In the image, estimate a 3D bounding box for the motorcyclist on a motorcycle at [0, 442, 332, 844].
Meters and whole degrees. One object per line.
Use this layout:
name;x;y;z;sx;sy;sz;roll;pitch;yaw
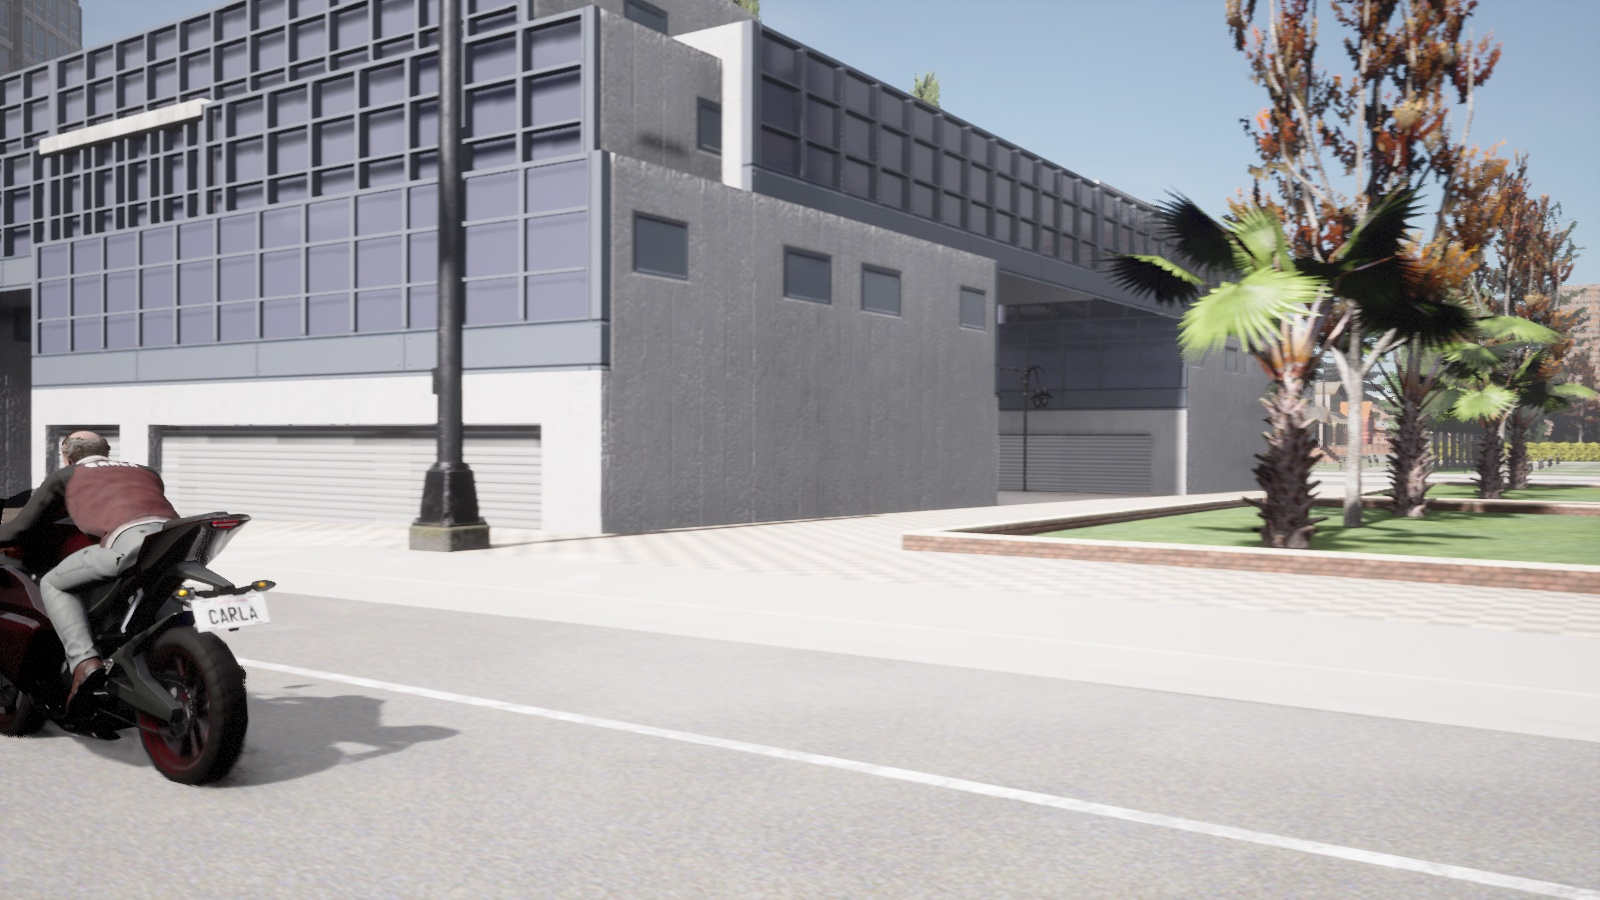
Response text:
motorcyclist on a motorcycle;-3.225;0.746;5.767;2.191;1.530;0.866;-1;1;34
